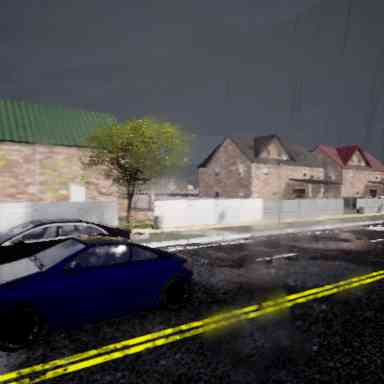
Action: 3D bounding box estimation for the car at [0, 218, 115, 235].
[{"bbox_3d":[-3.900,1.477,8.786,4.902,1.511,2.128,0,0,-35],"label":"car"}]

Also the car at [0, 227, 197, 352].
[{"bbox_3d":[-1.973,1.554,6.167,4.181,1.385,1.994,0,0,-35],"label":"car"}]
